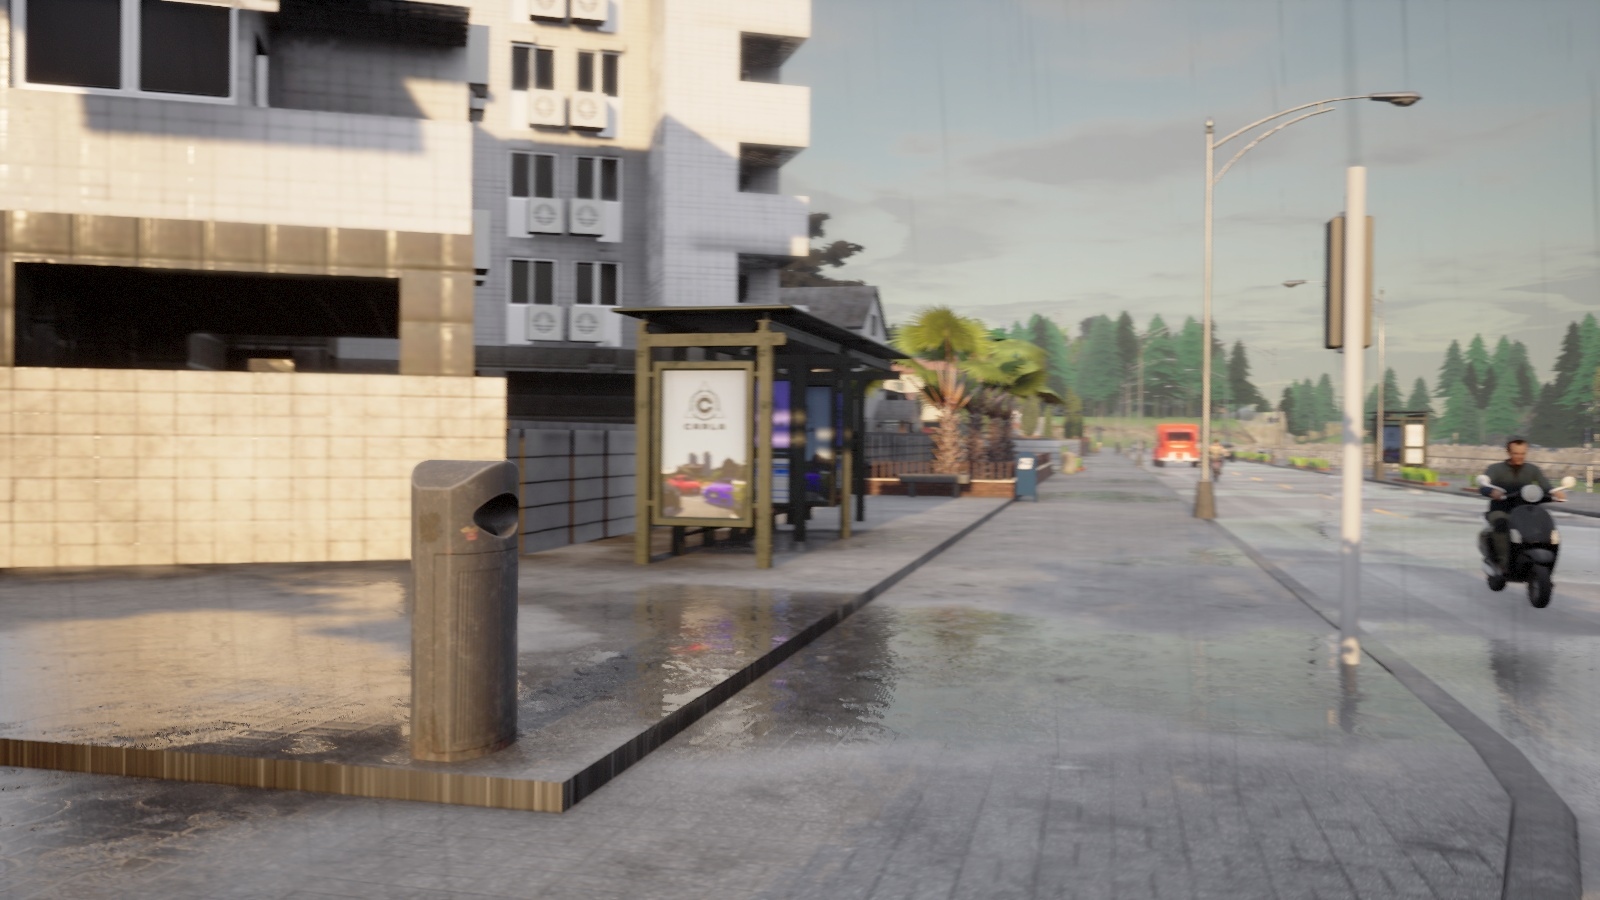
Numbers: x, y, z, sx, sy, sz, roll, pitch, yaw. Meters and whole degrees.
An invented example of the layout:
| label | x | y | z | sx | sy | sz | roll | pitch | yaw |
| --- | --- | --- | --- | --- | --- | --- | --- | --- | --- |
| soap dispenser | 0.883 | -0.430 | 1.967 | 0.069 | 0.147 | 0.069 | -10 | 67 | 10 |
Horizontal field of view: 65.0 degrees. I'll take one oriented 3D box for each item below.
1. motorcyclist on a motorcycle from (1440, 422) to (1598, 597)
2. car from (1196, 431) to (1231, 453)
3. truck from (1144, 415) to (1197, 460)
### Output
| label | x | y | z | sx | sy | sz | roll | pitch | yaw |
| --- | --- | --- | --- | --- | --- | --- | --- | --- | --- |
| motorcyclist on a motorcycle | 7.054 | 0.535 | 12.426 | 0.866 | 1.590 | 1.817 | -1 | 1 | 13 |
| car | 29.574 | -0.570 | 89.976 | 2.007 | 1.525 | 4.514 | -1 | 1 | 13 |
| truck | 21.253 | -0.713 | 72.259 | 2.627 | 2.467 | 5.204 | -1 | 1 | 13 |
